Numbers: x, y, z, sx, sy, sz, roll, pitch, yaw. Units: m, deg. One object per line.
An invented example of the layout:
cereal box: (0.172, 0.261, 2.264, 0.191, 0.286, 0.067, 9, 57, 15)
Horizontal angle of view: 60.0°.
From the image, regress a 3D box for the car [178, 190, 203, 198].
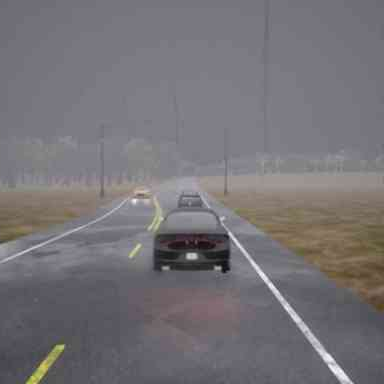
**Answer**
car: (-0.150, 0.606, 27.564, 2.128, 1.511, 4.902, 0, 2, 0)

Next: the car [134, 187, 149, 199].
car: (-6.645, 0.045, 43.882, 1.882, 1.535, 5.008, 0, 2, -6)

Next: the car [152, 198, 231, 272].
car: (-0.008, 1.163, 9.711, 1.882, 1.535, 5.008, 0, 2, 0)
